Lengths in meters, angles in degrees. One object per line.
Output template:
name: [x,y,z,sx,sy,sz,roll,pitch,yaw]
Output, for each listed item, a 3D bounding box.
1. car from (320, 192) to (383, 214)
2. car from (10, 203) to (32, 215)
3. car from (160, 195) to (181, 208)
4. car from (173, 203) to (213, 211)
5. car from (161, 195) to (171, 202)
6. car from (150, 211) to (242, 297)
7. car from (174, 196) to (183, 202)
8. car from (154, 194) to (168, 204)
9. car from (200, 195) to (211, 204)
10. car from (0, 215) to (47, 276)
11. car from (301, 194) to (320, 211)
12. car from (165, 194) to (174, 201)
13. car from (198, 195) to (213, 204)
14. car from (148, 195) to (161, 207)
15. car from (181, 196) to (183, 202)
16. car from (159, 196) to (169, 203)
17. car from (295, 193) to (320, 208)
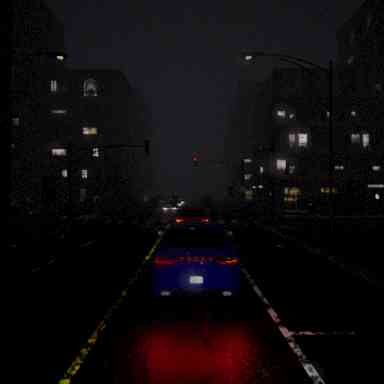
car: [14.647,1.019,29.828,5.009,1.841,2.192,-1,1,-1]
car: [-18.039,1.789,32.102,4.902,1.511,2.128,-1,0,-1]
car: [-3.158,1.543,49.230,2.033,1.411,5.357,0,0,-1]
car: [0.070,1.520,17.972,1.812,1.442,4.674,0,0,1]
car: [-5.809,1.445,74.588,1.967,1.590,4.097,0,0,0]
car: [0.090,1.474,8.632,1.882,1.535,5.008,0,0,0]
car: [-3.127,1.592,79.287,1.895,1.301,4.718,0,0,0]
car: [-5.791,1.315,63.223,2.192,1.841,5.009,0,0,0]
car: [2.590,1.440,63.238,1.967,1.590,4.097,0,0,0]
car: [-5.756,1.578,9.834,1.802,1.307,4.206,0,0,0]
car: [14.727,1.193,35.637,4.892,1.490,1.837,-1,0,-1]
car: [-5.827,1.451,85.953,1.967,1.590,4.097,0,0,0]
car: [2.598,1.438,57.556,1.967,1.590,4.097,0,0,0]
car: [-5.772,1.563,51.858,1.947,1.339,4.313,0,0,0]
car: [-3.153,1.352,63.646,2.097,1.767,4.553,0,0,0]
car: [-5.799,1.527,68.735,1.752,1.417,4.829,0,0,0]
car: [14.499,1.002,38.206,5.009,1.841,2.192,-1,1,-1]
